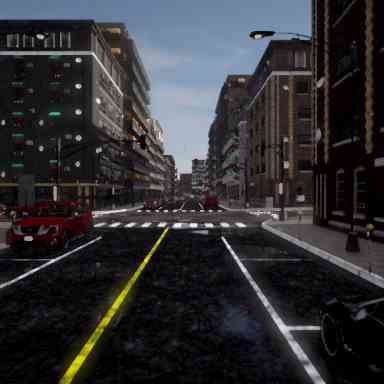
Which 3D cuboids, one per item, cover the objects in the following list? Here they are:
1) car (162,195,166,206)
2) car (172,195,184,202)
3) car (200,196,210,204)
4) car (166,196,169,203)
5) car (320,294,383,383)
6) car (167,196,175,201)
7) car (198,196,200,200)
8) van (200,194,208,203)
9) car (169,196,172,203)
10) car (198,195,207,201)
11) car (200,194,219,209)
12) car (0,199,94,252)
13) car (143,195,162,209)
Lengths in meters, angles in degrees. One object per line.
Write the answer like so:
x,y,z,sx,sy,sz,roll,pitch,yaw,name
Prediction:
-5.691,1.479,52.131,1.967,1.590,4.097,0,0,0,car
-2.999,1.426,79.609,2.097,1.767,4.553,0,0,0,car
2.689,1.620,68.768,1.887,1.381,4.507,0,0,0,car
-5.691,1.365,57.675,2.192,1.841,5.009,0,0,0,car
2.691,1.563,2.989,1.947,1.339,4.313,0,0,0,car
-5.692,1.690,90.936,1.887,1.381,4.507,0,0,0,car
2.690,1.628,63.222,1.947,1.339,4.313,0,0,0,car
2.688,1.431,74.315,1.690,1.788,3.998,0,0,0,van
-5.691,1.515,68.762,1.967,1.590,4.097,0,0,0,car
2.688,1.565,85.404,1.967,1.590,4.097,0,0,0,car
2.689,1.342,46.585,2.192,1.841,5.009,0,0,0,car
-5.690,1.312,14.087,2.192,1.841,5.009,0,0,0,car
-5.691,1.467,46.587,1.967,1.590,4.097,0,0,0,car
